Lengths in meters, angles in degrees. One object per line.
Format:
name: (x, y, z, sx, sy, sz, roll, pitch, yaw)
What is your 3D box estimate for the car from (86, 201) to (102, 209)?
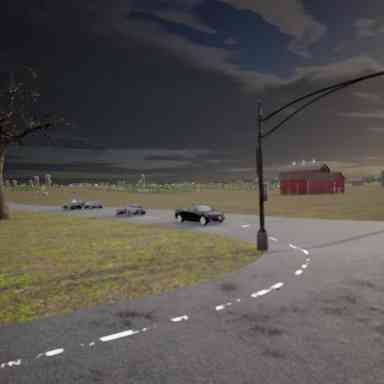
car: (-16.398, 2.106, 54.897, 1.994, 1.385, 4.181, -3, 1, -37)

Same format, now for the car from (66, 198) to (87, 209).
car: (-21.295, 2.076, 61.202, 2.097, 1.767, 4.553, -3, 0, -38)

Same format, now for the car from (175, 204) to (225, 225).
car: (0.551, 1.726, 26.957, 1.882, 1.535, 5.008, -3, 1, -38)

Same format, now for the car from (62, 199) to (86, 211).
car: (-18.830, 2.277, 52.225, 1.895, 1.301, 4.718, -3, 1, -37)

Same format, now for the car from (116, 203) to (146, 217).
car: (-6.717, 1.933, 36.394, 1.994, 1.385, 4.181, -3, 1, -38)
